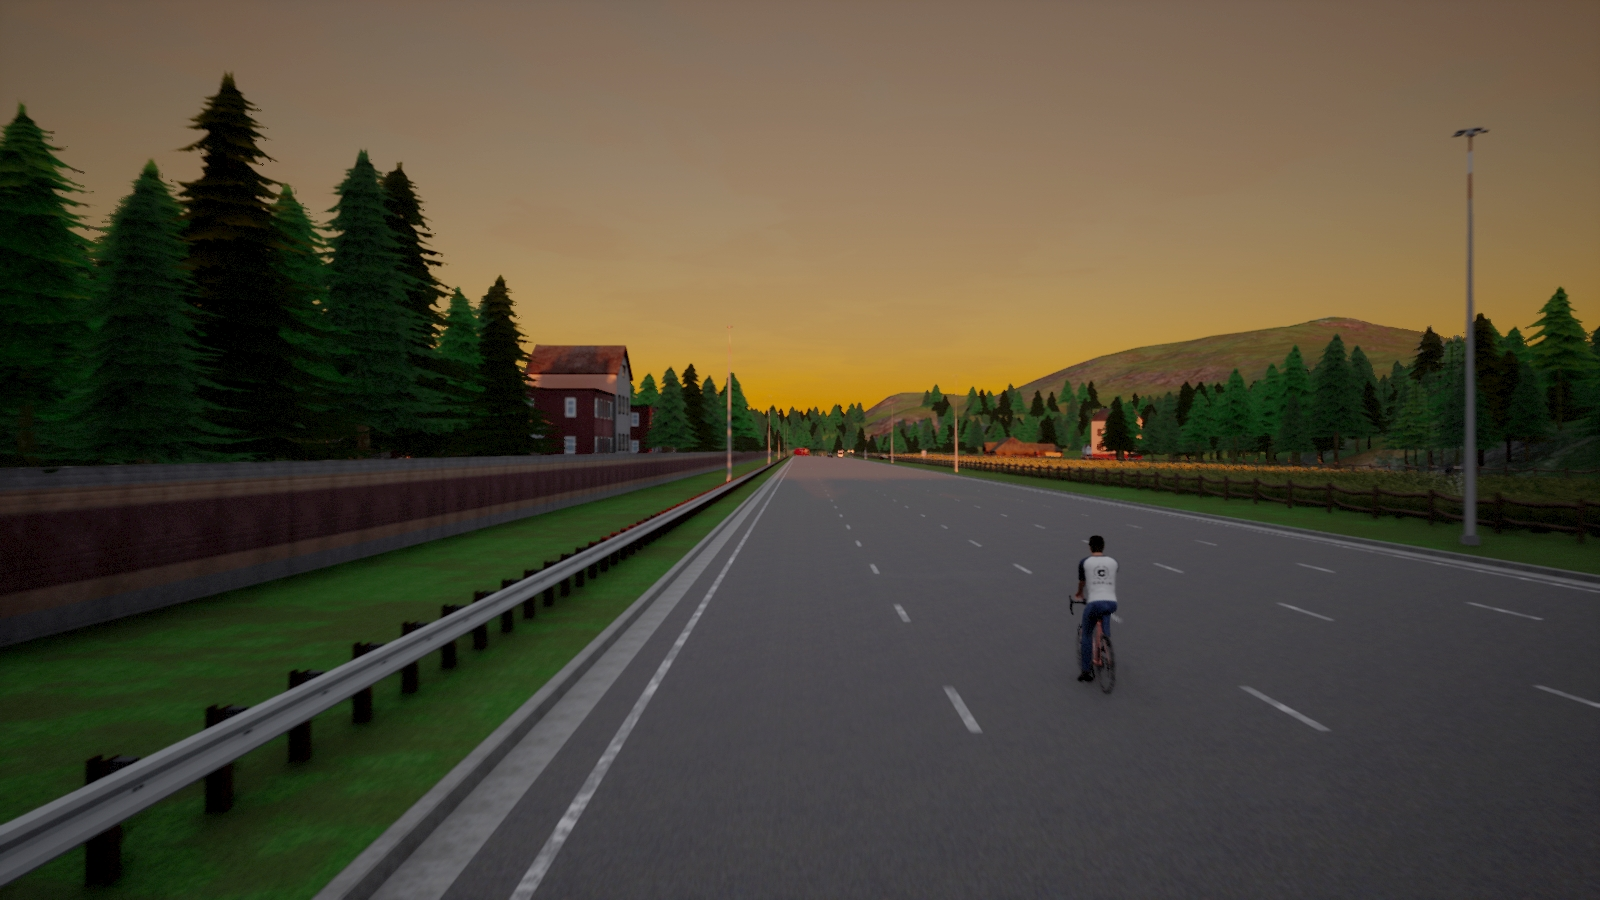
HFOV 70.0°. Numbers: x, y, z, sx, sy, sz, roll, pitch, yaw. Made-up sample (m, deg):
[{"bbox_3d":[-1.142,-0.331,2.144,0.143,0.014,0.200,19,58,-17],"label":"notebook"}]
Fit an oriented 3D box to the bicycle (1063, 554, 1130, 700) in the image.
[{"bbox_3d":[3.502,2.055,13.595,0.373,1.496,1.643,0,0,0],"label":"bicycle"}]
